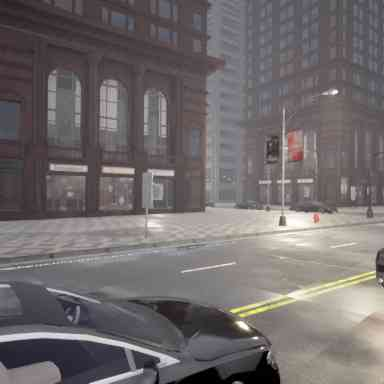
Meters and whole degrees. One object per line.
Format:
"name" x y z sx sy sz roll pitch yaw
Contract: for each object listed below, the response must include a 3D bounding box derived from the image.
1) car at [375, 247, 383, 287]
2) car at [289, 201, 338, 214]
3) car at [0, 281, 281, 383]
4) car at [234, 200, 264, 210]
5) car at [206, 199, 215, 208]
"car" 6.218 1.515 7.868 4.892 1.490 1.837 0 0 -35
"car" 13.467 1.723 37.182 2.033 1.411 5.357 1 -1 -35
"car" -1.396 1.492 2.444 4.902 1.511 2.128 0 0 -36
"car" 7.710 1.785 45.283 1.994 1.385 4.181 1 -1 -35
"car" 1.679 1.746 53.774 1.882 1.535 5.008 1 -1 -35
